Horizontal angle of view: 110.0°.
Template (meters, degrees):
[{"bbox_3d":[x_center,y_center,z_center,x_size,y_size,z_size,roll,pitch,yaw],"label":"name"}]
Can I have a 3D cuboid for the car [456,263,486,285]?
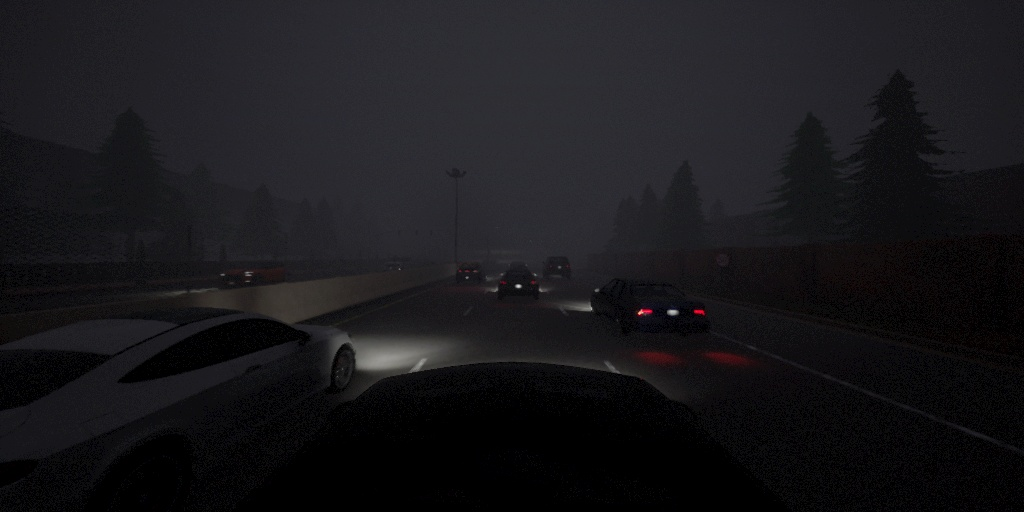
[{"bbox_3d":[-3.048,1.297,27.202,2.128,1.511,4.902,0,0,1],"label":"car"}]

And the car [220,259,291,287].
[{"bbox_3d":[-17.286,1.103,24.421,2.097,1.767,4.553,0,0,1],"label":"car"}]

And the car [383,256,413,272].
[{"bbox_3d":[-13.451,1.034,42.780,2.150,2.045,5.566,0,0,1],"label":"car"}]

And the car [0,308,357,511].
[{"bbox_3d":[-3.360,1.270,3.726,1.812,1.442,4.674,0,0,0],"label":"car"}]

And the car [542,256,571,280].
[{"bbox_3d":[4.038,1.065,32.849,2.150,2.045,5.566,0,0,1],"label":"car"}]

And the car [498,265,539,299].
[{"bbox_3d":[0.326,1.358,18.356,1.994,1.385,4.181,0,0,1],"label":"car"}]

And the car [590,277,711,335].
[{"bbox_3d":[3.686,1.333,10.596,2.033,1.411,5.357,0,0,1],"label":"car"}]

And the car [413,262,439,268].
[{"bbox_3d":[-9.949,1.387,42.915,1.994,1.385,4.181,0,0,1],"label":"car"}]

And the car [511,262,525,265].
[{"bbox_3d":[0.615,1.324,38.239,1.882,1.535,5.008,0,0,1],"label":"car"}]
